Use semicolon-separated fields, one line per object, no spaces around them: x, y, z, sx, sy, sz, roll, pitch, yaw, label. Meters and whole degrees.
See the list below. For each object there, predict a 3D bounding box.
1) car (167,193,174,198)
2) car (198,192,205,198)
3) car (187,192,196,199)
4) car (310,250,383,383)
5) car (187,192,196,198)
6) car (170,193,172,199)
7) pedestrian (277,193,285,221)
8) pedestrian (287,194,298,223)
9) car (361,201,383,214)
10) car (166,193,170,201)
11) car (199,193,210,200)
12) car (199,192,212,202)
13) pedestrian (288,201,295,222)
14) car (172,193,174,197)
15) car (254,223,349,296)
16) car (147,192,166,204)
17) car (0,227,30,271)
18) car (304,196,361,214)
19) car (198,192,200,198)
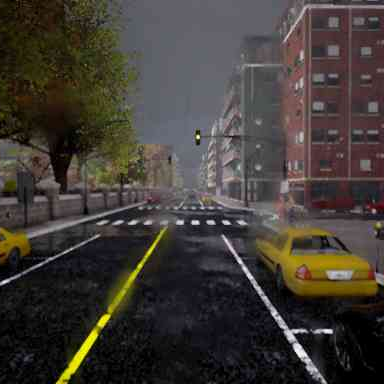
-5.809;0.822;90.475;1.802;1.307;4.206;0;0;0;car
2.571;0.785;90.486;1.887;1.381;4.507;0;0;0;car
-0.098;0.889;77.462;1.994;1.385;4.181;0;0;0;car
2.685;1.541;2.546;1.947;1.339;4.313;0;1;0;car
-0.112;0.701;87.472;2.128;1.511;4.902;0;0;0;car
-5.781;0.960;68.335;1.887;1.381;4.507;0;0;0;car
5.790;0.952;21.561;0.375;1.860;0.375;0;1;0;pedestrian
6.066;0.959;20.362;0.375;1.860;0.375;0;1;0;pedestrian
20.260;1.610;35.209;4.507;1.381;1.887;1;0;0;car
-5.775;0.900;62.799;1.967;1.590;4.097;0;0;0;car
2.599;0.966;68.346;2.008;1.369;4.403;0;0;0;car
2.613;1.029;57.446;1.752;1.417;4.829;0;0;0;car
6.275;1.236;20.966;0.375;1.300;0.375;0;1;0;pedestrian
-5.795;0.909;79.405;1.802;1.307;4.206;0;0;0;car
2.677;1.449;8.347;1.752;1.417;4.829;0;1;0;car
-5.761;0.865;51.728;2.192;1.841;5.009;0;0;0;car
-5.703;1.452;7.995;1.752;1.417;4.829;0;1;0;car
14.569;1.278;35.184;5.009;1.841;2.192;1;0;0;car
2.606;1.005;62.811;1.887;1.381;4.507;0;0;0;car
